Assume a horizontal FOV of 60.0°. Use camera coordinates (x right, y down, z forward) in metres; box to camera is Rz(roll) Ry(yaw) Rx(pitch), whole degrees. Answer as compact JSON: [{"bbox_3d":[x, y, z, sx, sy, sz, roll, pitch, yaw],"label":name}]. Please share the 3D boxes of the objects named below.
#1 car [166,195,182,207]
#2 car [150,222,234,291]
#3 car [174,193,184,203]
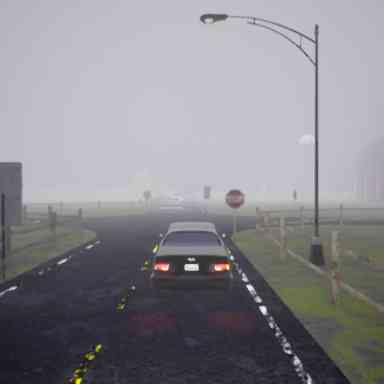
[{"bbox_3d":[-2.935,1.593,51.883,1.895,1.301,4.718,0,0,0],"label":"car"},{"bbox_3d":[0.006,1.531,9.076,2.033,1.411,5.357,0,0,0],"label":"car"},{"bbox_3d":[-2.892,1.245,67.800,2.150,2.045,5.566,0,0,0],"label":"car"}]
